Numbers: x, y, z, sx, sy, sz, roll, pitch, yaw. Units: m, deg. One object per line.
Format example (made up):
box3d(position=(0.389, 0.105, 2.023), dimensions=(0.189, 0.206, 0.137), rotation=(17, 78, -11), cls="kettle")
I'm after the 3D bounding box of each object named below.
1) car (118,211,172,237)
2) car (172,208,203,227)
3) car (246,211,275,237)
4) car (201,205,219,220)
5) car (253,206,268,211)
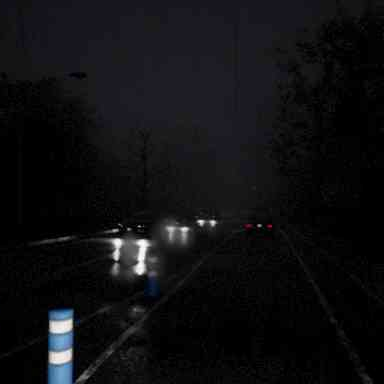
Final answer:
box3d(position=(-3.043, 1.986, 21.285), dimensions=(1.837, 1.490, 4.892), rotation=(1, -2, 13), cls="car")
box3d(position=(-0.738, 2.497, 31.843), dimensions=(2.033, 1.411, 5.357), rotation=(1, -2, 12), cls="car")
box3d(position=(4.696, 2.249, 22.976), dimensions=(2.033, 1.411, 5.357), rotation=(1, -2, 12), cls="car")
box3d(position=(2.524, 2.868, 47.051), dimensions=(2.150, 2.045, 5.566), rotation=(1, -3, 13), cls="car")
box3d(position=(10.826, 3.260, 52.498), dimensions=(2.150, 2.045, 5.566), rotation=(1, -2, 12), cls="car")
